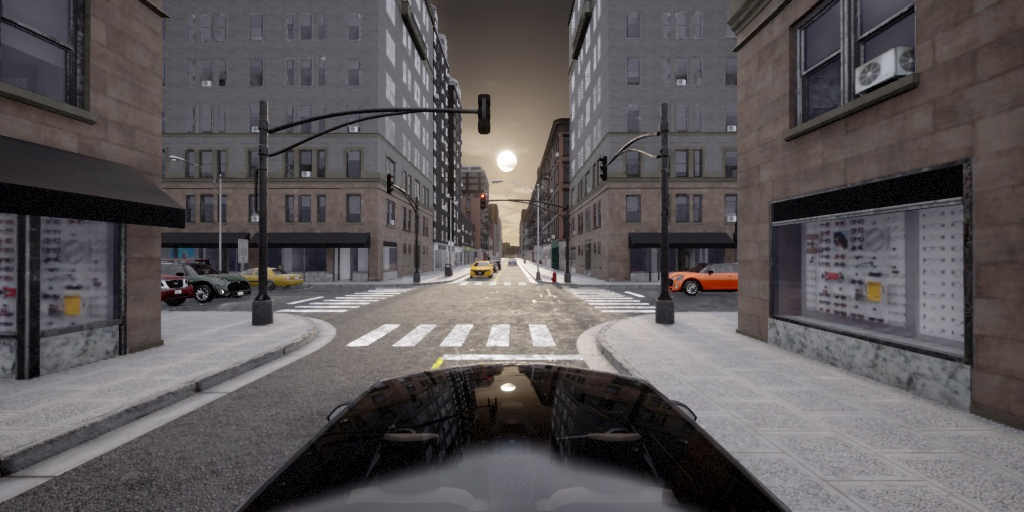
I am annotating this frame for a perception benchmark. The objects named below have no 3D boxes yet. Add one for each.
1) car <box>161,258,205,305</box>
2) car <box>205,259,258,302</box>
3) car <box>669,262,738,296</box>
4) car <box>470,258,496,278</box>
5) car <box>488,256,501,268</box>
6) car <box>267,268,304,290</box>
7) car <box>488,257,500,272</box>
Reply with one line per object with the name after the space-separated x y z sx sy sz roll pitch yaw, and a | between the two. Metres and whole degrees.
-15.090 1.035 13.505 5.009 1.841 2.192 0 0 0 | car
-14.378 1.084 16.045 4.553 1.767 2.097 0 0 0 | car
10.436 1.120 18.983 4.553 1.767 2.097 0 0 1 | car
-2.820 1.223 33.855 1.882 1.535 5.008 0 0 0 | car
-2.799 0.955 54.851 2.150 2.045 5.566 0 0 0 | car
-15.234 1.280 21.531 4.829 1.417 1.751 0 0 0 | car
-2.814 1.246 44.258 1.837 1.490 4.892 0 0 0 | car
